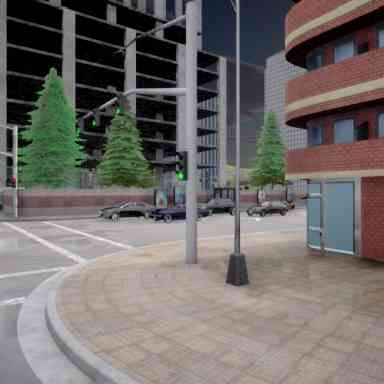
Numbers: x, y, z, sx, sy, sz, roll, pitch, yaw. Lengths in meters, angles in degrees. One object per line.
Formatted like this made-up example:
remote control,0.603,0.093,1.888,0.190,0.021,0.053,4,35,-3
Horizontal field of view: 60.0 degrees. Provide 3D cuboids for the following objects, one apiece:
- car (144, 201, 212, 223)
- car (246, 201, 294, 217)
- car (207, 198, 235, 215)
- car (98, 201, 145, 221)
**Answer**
car,-1.025,1.656,26.315,4.718,1.301,1.895,0,0,-35
car,7.355,1.581,32.239,4.674,1.442,1.812,0,0,-35
car,2.198,1.407,32.882,4.553,1.767,2.097,0,0,-35
car,-5.288,1.547,27.587,4.902,1.511,2.128,0,0,-35
